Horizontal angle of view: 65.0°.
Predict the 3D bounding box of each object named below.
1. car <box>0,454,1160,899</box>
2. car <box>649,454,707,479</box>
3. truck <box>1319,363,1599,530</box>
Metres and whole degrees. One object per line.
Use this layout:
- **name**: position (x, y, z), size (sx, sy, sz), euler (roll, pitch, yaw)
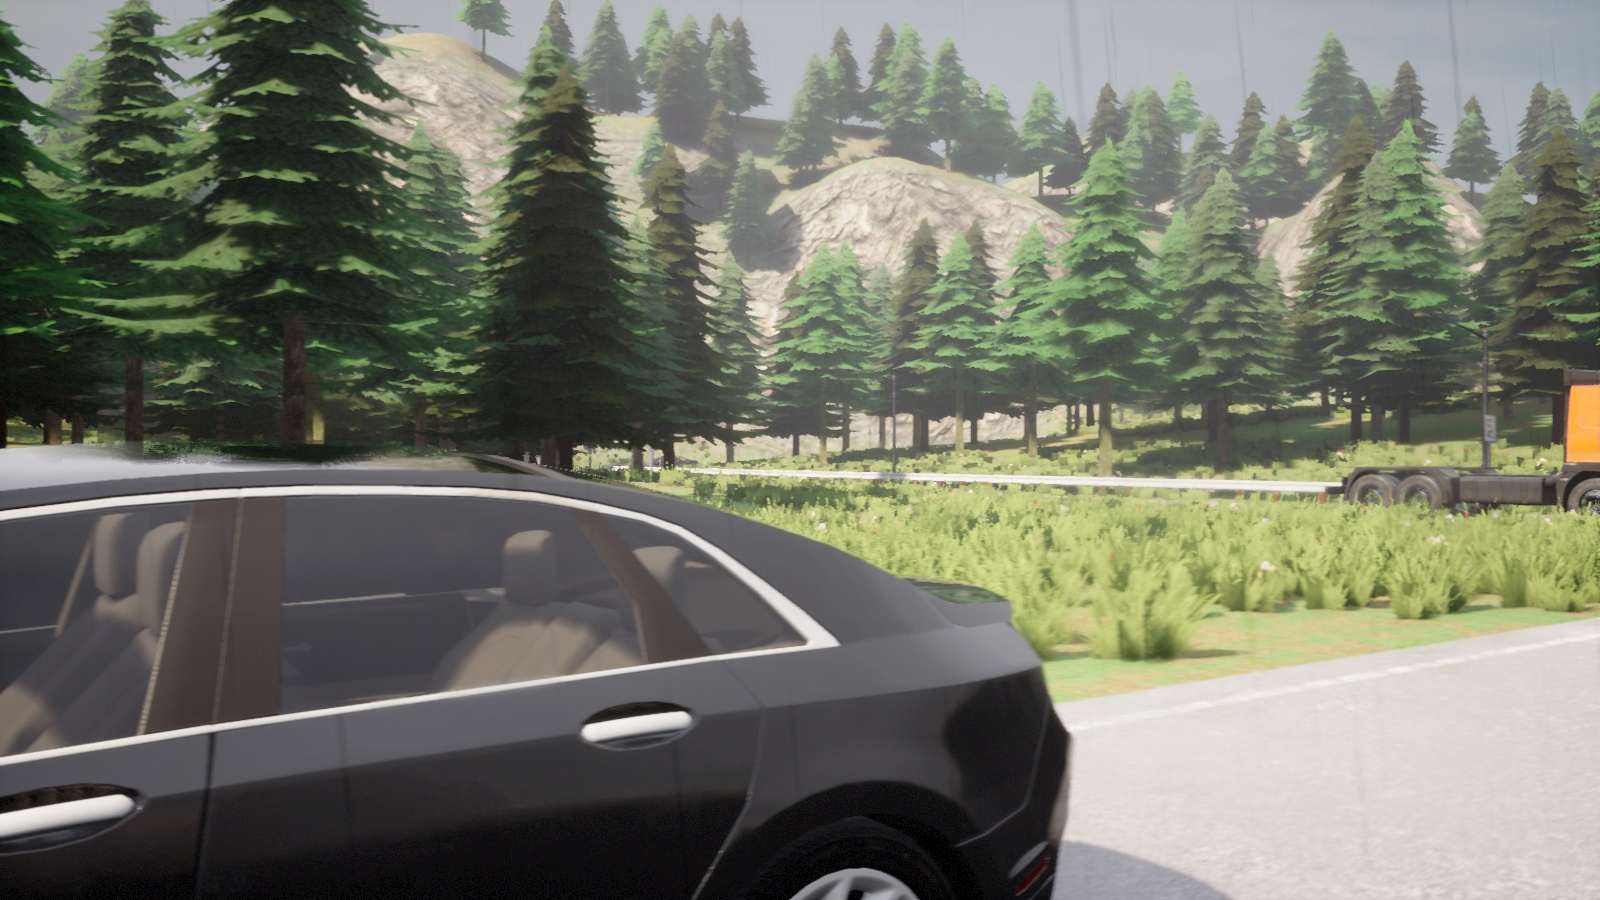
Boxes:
- **car**: position (-1.626, 0.759, 2.527), size (4.892, 1.490, 1.837), euler (0, 0, -35)
- **car**: position (-8.856, 1.199, 91.170), size (3.633, 1.501, 1.845), euler (-5, 1, -32)
- **truck**: position (16.400, -0.061, 28.889), size (2.891, 3.462, 7.936), euler (0, 0, -35)
